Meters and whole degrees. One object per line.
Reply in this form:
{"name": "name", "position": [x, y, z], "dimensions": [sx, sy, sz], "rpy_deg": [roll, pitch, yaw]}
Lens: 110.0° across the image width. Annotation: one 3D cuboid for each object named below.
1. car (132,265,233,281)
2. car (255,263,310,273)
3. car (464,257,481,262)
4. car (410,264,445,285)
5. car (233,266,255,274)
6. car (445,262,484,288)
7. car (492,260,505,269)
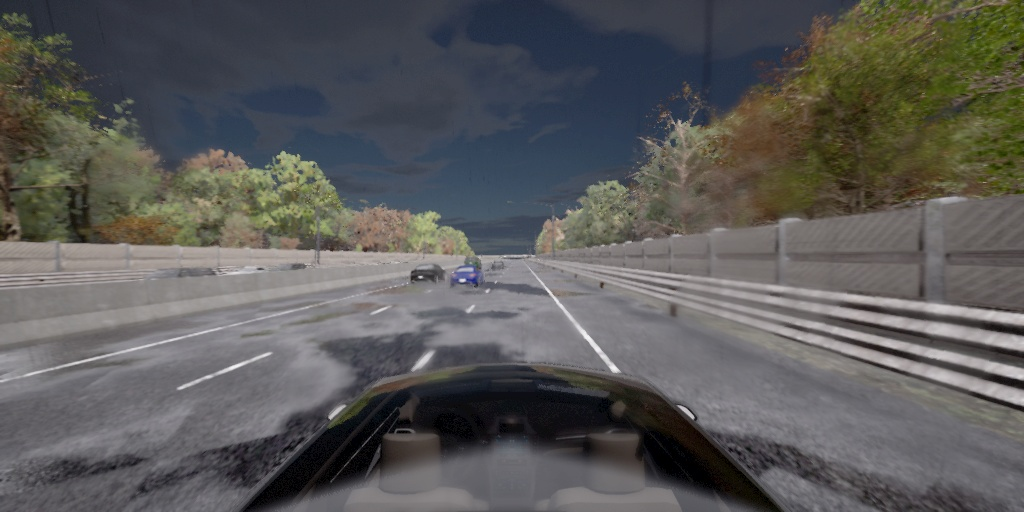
{"name": "car", "position": [-17.324, 1.386, 18.359], "dimensions": [2.097, 1.767, 4.553], "rpy_deg": [-1, 0, 1]}
{"name": "car", "position": [-20.479, 1.455, 32.690], "dimensions": [2.097, 1.767, 4.553], "rpy_deg": [-1, 0, 2]}
{"name": "car", "position": [-5.909, 1.142, 54.141], "dimensions": [2.150, 2.045, 5.566], "rpy_deg": [-1, 0, 1]}
{"name": "car", "position": [-6.434, 1.357, 28.085], "dimensions": [1.882, 1.535, 5.008], "rpy_deg": [-1, 0, 1]}
{"name": "car", "position": [-23.966, 1.684, 32.998], "dimensions": [1.812, 1.442, 4.674], "rpy_deg": [-1, 0, 2]}
{"name": "car", "position": [-3.006, 1.347, 24.511], "dimensions": [1.812, 1.442, 4.674], "rpy_deg": [-1, 0, 1]}
{"name": "car", "position": [-2.297, 1.369, 59.416], "dimensions": [2.128, 1.511, 4.902], "rpy_deg": [-1, 0, 1]}
